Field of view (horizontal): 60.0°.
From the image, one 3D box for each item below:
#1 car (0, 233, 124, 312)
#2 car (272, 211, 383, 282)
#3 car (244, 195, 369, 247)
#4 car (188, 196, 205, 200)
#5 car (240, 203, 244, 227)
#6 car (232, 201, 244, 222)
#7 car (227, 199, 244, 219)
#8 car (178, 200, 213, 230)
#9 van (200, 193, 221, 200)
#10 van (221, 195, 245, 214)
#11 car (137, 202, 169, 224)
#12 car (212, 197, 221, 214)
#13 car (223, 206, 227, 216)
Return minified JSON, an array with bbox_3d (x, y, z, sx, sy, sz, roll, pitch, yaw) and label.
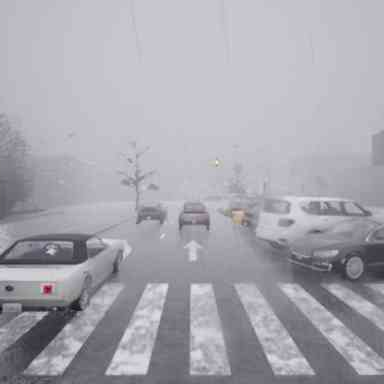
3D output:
[{"bbox_3d":[-2.886,1.578,7.580,1.895,1.301,4.718,0,0,0],"label":"car"},{"bbox_3d":[5.096,1.467,9.524,4.892,1.521,2.231,1,0,-20],"label":"car"},{"bbox_3d":[5.121,1.210,12.525,5.566,2.045,2.435,1,0,-20],"label":"car"},{"bbox_3d":[0.160,1.499,35.511,1.837,1.490,4.892,0,0,0],"label":"car"},{"bbox_3d":[5.102,1.460,15.490,5.008,1.535,2.097,1,0,-20],"label":"car"},{"bbox_3d":[5.095,1.463,18.475,4.892,1.521,2.231,1,0,-20],"label":"car"},{"bbox_3d":[5.280,1.464,21.522,5.366,1.575,1.946,1,0,-20],"label":"car"},{"bbox_3d":[0.135,1.465,20.909,2.128,1.511,4.902,0,0,0],"label":"car"},{"bbox_3d":[5.102,1.265,82.648,4.442,1.987,1.878,1,-1,-20],"label":"van"},{"bbox_3d":[5.010,1.245,27.380,4.442,1.987,1.878,1,0,-20],"label":"van"},{"bbox_3d":[-2.859,1.482,24.444,1.837,1.490,4.892,0,0,0],"label":"car"},{"bbox_3d":[4.949,1.472,30.338,5.366,1.575,1.946,1,0,-20],"label":"car"},{"bbox_3d":[5.137,1.498,24.453,4.792,1.488,2.163,1,0,-20],"label":"car"}]
